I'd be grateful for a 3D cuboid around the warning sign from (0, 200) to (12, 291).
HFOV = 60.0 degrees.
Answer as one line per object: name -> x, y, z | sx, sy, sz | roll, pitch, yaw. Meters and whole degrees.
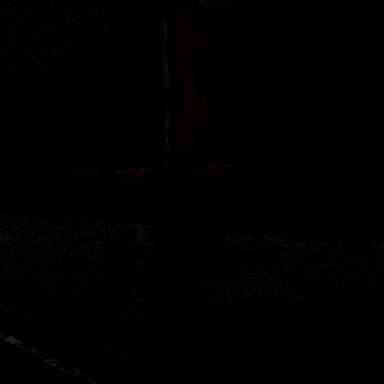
warning sign -> -4.635, 1.117, 6.819 | 1.060, 1.860, 1.300 | -1, 0, 36
